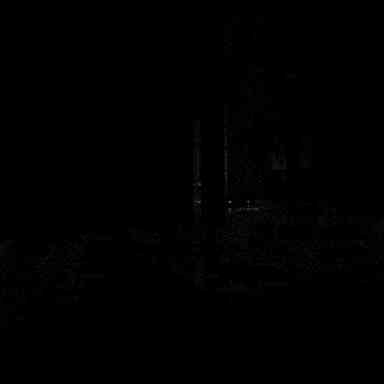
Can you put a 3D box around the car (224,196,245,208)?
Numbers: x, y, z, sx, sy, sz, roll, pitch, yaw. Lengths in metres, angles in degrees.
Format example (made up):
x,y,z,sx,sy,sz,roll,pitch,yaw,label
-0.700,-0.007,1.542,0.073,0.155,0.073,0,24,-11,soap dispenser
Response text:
x,y,z,sx,sy,sz,roll,pitch,yaw,label
4.642,1.339,46.253,2.097,1.767,4.553,0,0,-35,car

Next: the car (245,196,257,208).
x,y,z,sx,sy,sz,roll,pitch,yaw,label
7.290,1.333,48.137,2.097,1.767,4.553,0,0,-35,car

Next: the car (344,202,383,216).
x,y,z,sx,sy,sz,roll,pitch,yaw,label
16.333,1.593,29.689,1.895,1.301,4.718,0,0,-38,car
